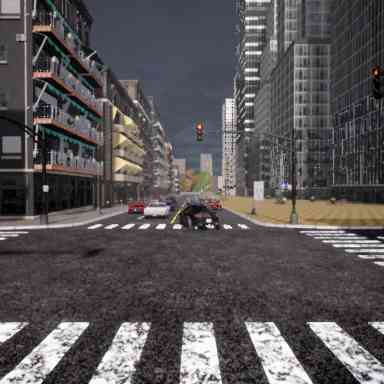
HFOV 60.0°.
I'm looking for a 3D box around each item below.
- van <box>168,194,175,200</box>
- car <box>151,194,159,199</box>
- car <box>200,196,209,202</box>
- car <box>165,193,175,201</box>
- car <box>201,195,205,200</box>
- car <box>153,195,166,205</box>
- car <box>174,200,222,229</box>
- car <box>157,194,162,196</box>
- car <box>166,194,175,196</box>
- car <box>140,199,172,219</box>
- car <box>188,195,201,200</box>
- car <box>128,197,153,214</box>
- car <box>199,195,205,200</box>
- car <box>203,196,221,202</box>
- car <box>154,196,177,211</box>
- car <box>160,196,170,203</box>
[{"bbox_3d":[-5.592,1.350,91.906,1.690,1.788,3.998,-1,0,0],"label":"van"},{"bbox_3d":[-5.653,1.436,41.066,1.967,1.590,4.097,-1,0,0],"label":"car"},{"bbox_3d":[2.738,1.547,75.007,1.887,1.381,4.507,-1,0,0],"label":"car"},{"bbox_3d":[-5.599,1.321,86.258,2.192,1.841,5.009,-1,0,0],"label":"car"},{"bbox_3d":[2.724,1.551,63.709,2.008,1.369,4.403,-1,0,0],"label":"car"},{"bbox_3d":[-5.632,1.438,58.013,1.967,1.590,4.097,-1,0,0],"label":"car"},{"bbox_3d":[0.406,1.525,21.841,1.812,1.442,4.674,-1,0,-15],"label":"car"},{"bbox_3d":[-5.640,1.312,52.365,2.192,1.841,5.009,-1,0,0],"label":"car"},{"bbox_3d":[-3.028,1.500,49.706,1.837,1.490,4.892,0,0,0],"label":"car"},{"bbox_3d":[-3.064,1.597,29.467,1.895,1.301,4.718,0,0,0],"label":"car"},{"bbox_3d":[0.175,1.598,55.993,1.895,1.301,4.718,0,0,0],"label":"car"},{"bbox_3d":[-5.658,1.540,35.417,1.887,1.381,4.507,-1,0,0],"label":"car"},{"bbox_3d":[2.758,1.534,92.125,1.752,1.417,4.829,-1,0,0],"label":"car"},{"bbox_3d":[2.696,1.540,41.113,1.887,1.381,4.507,-1,0,0],"label":"car"},{"bbox_3d":[-3.040,1.559,39.528,1.994,1.385,4.181,0,0,1],"label":"car"},{"bbox_3d":[-5.616,1.583,69.311,1.802,1.307,4.206,-1,0,0],"label":"car"}]
